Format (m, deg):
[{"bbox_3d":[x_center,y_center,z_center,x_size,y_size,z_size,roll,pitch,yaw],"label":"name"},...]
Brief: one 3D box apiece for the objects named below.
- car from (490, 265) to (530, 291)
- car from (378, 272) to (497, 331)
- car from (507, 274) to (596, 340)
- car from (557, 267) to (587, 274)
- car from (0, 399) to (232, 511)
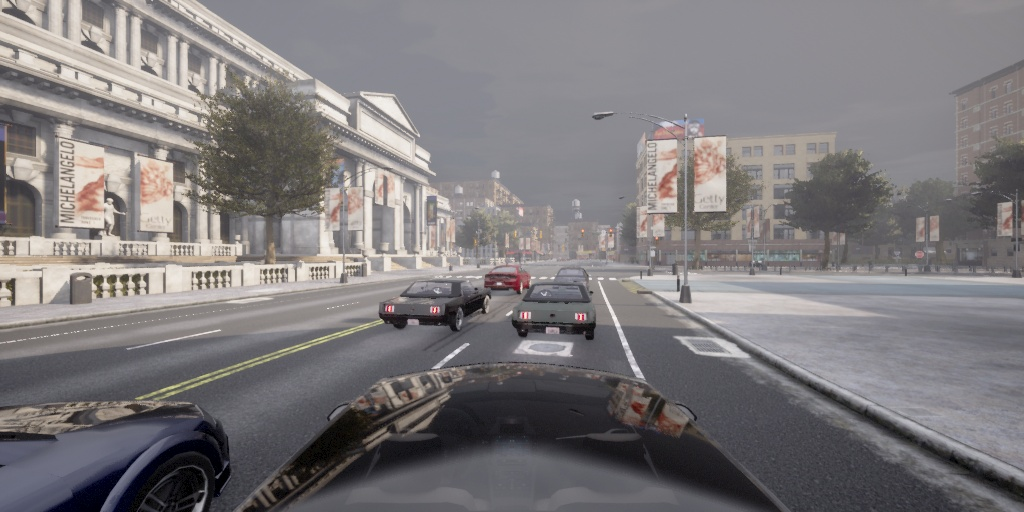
[{"bbox_3d":[-0.133,1.228,20.209,1.882,1.535,5.008,0,0,12],"label":"car"},{"bbox_3d":[-2.019,1.351,11.058,1.895,1.301,4.718,0,0,11],"label":"car"},{"bbox_3d":[1.325,1.351,10.048,1.895,1.301,4.718,0,0,11],"label":"car"},{"bbox_3d":[3.260,1.297,19.398,2.033,1.411,5.357,0,0,12],"label":"car"},{"bbox_3d":[-3.157,1.314,1.070,1.994,1.385,4.181,0,0,-2],"label":"car"}]
